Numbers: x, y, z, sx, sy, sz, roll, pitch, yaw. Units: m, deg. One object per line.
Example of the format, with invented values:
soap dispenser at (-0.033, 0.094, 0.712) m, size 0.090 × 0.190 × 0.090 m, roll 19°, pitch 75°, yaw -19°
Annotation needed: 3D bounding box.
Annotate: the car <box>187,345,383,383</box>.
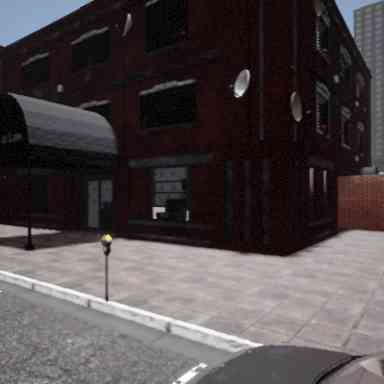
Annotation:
car at (1.795, 1.551, 1.598) m, size 4.403 × 1.369 × 2.008 m, roll 0°, pitch 0°, yaw 35°
